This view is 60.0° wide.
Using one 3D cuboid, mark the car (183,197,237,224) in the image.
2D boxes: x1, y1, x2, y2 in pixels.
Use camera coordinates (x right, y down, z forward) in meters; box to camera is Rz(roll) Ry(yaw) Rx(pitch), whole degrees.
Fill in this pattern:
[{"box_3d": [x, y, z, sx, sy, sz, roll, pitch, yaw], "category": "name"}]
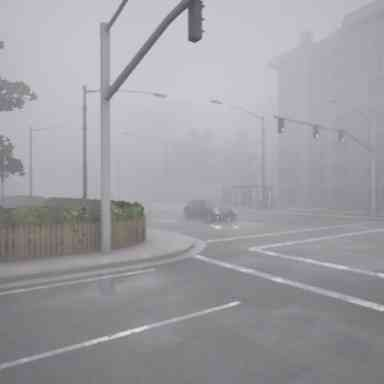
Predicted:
[{"box_3d": [1.247, 1.298, 24.569, 2.097, 1.767, 4.553, 0, 0, -35], "category": "car"}]
